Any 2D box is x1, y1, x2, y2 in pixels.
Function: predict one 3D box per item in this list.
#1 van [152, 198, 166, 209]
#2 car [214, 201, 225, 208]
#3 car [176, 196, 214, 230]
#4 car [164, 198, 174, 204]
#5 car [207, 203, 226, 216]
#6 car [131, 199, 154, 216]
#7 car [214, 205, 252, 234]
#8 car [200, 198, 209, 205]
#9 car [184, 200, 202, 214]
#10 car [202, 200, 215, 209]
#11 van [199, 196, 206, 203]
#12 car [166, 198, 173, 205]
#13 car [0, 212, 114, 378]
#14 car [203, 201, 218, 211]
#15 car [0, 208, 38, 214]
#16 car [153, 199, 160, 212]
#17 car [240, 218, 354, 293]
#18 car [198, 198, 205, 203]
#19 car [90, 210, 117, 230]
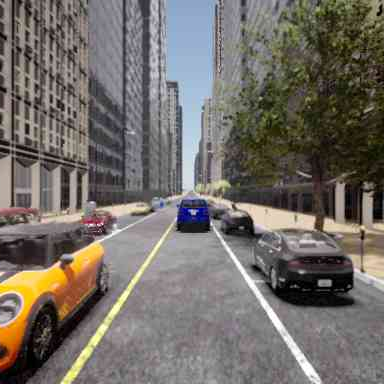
[{"bbox_3d":[-5.693,1.798,54.490,1.690,1.788,3.998,0,0,0],"label":"van"},{"bbox_3d":[2.687,1.826,31.699,2.008,1.369,4.403,0,0,0],"label":"car"},{"bbox_3d":[0.101,1.425,22.990,2.150,2.045,5.566,0,0,0],"label":"car"},{"bbox_3d":[-5.692,2.214,82.973,2.008,1.369,4.403,0,0,0],"label":"car"},{"bbox_3d":[2.687,1.904,37.396,1.802,1.307,4.206,0,0,0],"label":"car"},{"bbox_3d":[-5.693,1.846,37.227,1.752,1.417,4.829,0,0,0],"label":"car"},{"bbox_3d":[2.687,1.730,20.305,2.008,1.369,4.403,0,0,0],"label":"car"},{"bbox_3d":[2.688,2.111,71.748,1.752,1.417,4.829,0,0,0],"label":"car"},{"bbox_3d":[0.099,1.843,41.165,2.128,1.511,4.902,0,-1,0],"label":"car"},{"bbox_3d":[2.687,2.002,54.487,1.887,1.381,4.507,0,0,0],"label":"car"},{"bbox_3d":[2.688,2.042,88.671,1.690,1.788,3.998,0,0,0],"label":"van"},{"bbox_3d":[-5.693,2.135,71.579,2.008,1.369,4.403,0,0,0],"label":"car"},{"bbox_3d":[-3.002,1.405,5.833,2.097,1.767,4.553,0,-1,0],"label":"car"},{"bbox_3d":[2.687,1.978,48.789,1.947,1.339,4.313,0,0,0],"label":"car"},{"bbox_3d":[-5.694,1.395,8.914,2.192,1.841,5.009,0,-1,0],"label":"car"},{"bbox_3d":[-5.693,1.933,43.093,1.947,1.339,4.313,0,0,0],"label":"car"},{"bbox_3d":[2.687,1.631,8.911,2.008,1.369,4.403,0,-1,0],"label":"car"},{"bbox_3d":[2.688,2.319,94.367,1.802,1.307,4.206,0,0,0],"label":"car"},{"bbox_3d":[-5.693,1.761,20.306,1.802,1.307,4.206,0,-1,0],"label":"car"}]
